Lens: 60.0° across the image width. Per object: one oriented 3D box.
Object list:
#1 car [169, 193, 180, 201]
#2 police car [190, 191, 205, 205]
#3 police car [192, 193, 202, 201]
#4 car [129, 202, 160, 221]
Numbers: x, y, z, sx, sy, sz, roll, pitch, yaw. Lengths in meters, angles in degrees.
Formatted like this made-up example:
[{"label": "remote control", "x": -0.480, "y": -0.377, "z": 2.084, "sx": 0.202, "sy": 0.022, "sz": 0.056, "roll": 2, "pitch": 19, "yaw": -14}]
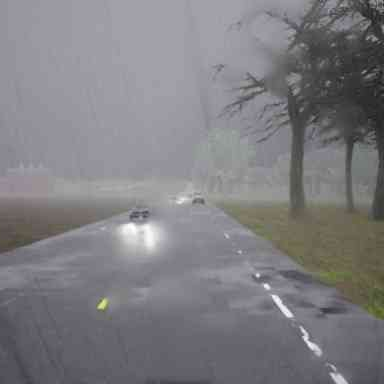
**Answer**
[{"label": "car", "x": -3.528, "y": 0.947, "z": 67.186, "sx": 2.097, "sy": 1.767, "sz": 4.553, "roll": 0, "pitch": 0, "yaw": 0}, {"label": "police car", "x": 1.034, "y": 1.136, "z": 51.967, "sx": 1.930, "sy": 1.638, "sz": 5.238, "roll": 0, "pitch": 0, "yaw": 0}, {"label": "police car", "x": 1.029, "y": 1.023, "z": 67.969, "sx": 1.930, "sy": 1.638, "sz": 5.238, "roll": 0, "pitch": 0, "yaw": 0}, {"label": "car", "x": -3.605, "y": 1.479, "z": 25.670, "sx": 1.895, "sy": 1.301, "sz": 4.718, "roll": 0, "pitch": 0, "yaw": 0}]
